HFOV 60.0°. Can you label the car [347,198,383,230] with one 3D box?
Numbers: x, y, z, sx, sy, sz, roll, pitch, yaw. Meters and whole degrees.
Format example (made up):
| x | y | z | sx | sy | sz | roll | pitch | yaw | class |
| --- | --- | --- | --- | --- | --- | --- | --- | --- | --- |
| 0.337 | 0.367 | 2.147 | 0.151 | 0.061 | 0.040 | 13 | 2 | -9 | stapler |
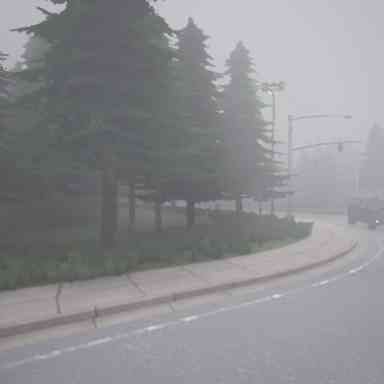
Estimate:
| x | y | z | sx | sy | sz | roll | pitch | yaw | class |
| --- | --- | --- | --- | --- | --- | --- | --- | --- | --- |
| 12.794 | 1.445 | 23.330 | 2.150 | 2.045 | 5.566 | 1 | -1 | 5 | car |
